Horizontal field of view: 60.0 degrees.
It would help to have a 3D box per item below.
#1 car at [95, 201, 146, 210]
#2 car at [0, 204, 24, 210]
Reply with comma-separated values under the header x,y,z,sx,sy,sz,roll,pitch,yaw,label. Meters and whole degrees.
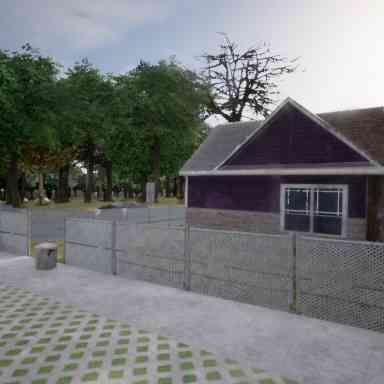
x,y,z,sx,sy,sz,roll,pitch,yaw,label
-6.610,1.530,31.605,2.033,1.411,5.357,2,1,36,car
-13.496,1.548,22.077,1.812,1.442,4.674,2,1,36,car
